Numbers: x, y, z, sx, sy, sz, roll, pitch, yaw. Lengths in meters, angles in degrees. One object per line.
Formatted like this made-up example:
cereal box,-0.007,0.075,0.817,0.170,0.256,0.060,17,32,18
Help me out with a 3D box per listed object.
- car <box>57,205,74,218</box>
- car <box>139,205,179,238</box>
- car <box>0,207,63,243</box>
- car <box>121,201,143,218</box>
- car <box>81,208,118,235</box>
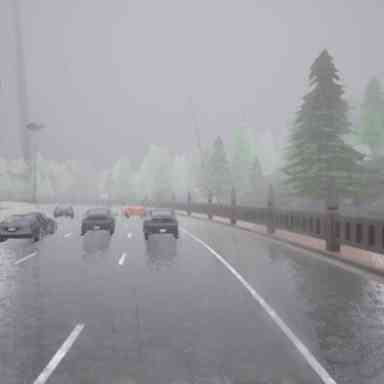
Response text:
car,-13.318,2.038,34.642,1.895,1.301,4.718,0,-1,-20
car,-1.915,1.743,19.244,1.837,1.490,4.892,0,-1,-10
car,-8.646,1.773,17.650,2.033,1.411,5.357,0,-1,-10
car,-6.290,1.794,35.549,2.097,1.767,4.553,0,-1,-19
car,-5.791,1.767,20.894,1.837,1.490,4.892,0,-1,-11
